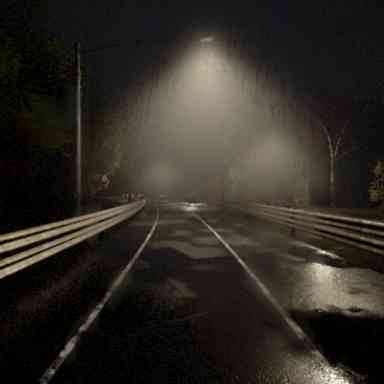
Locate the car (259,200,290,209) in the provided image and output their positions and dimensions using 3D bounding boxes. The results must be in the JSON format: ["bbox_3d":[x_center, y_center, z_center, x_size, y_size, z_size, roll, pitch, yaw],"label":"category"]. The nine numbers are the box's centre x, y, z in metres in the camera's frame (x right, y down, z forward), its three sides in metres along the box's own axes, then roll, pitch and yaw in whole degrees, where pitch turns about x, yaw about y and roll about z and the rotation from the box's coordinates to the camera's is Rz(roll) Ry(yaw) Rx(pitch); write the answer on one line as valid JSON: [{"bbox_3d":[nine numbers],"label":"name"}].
[{"bbox_3d":[9.752,1.644,39.929,2.128,1.511,4.902,0,0,-21],"label":"car"}]

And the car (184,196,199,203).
[{"bbox_3d":[-0.113,1.542,66.097,1.994,1.385,4.181,2,0,-21],"label":"car"}]

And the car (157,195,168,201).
[{"bbox_3d":[-7.725,1.446,86.174,2.128,1.511,4.902,0,0,-21],"label":"car"}]
